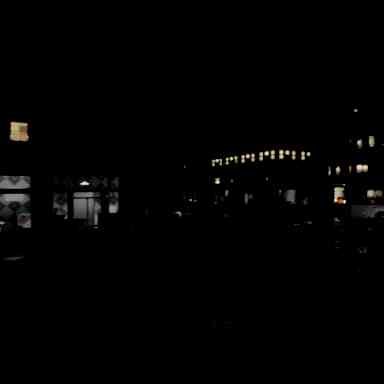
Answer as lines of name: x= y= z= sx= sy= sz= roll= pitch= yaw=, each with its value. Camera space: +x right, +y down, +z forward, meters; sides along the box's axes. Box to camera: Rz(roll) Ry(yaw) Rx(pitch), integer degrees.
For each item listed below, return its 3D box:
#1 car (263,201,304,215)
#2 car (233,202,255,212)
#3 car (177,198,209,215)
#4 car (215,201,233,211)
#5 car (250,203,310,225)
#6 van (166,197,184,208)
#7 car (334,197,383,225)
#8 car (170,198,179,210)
car: x=10.366 y=1.823 z=38.069 sx=2.008 sy=1.369 sz=4.403 roll=-1 pitch=0 yaw=-29
car: x=7.658 y=1.917 z=42.897 sx=1.802 sy=1.307 sz=4.206 roll=-1 pitch=0 yaw=-29
car: x=0.347 y=1.855 z=38.795 sx=1.967 sy=1.590 sz=4.097 roll=-1 pitch=0 yaw=-29
car: x=4.951 y=1.979 z=47.724 sx=1.802 sy=1.307 sz=4.206 roll=-1 pitch=0 yaw=-29
car: x=7.033 y=1.824 z=26.633 sx=1.947 sy=1.339 sz=4.313 roll=-1 pitch=0 yaw=-29
van: x=-3.179 y=1.920 z=62.207 sx=1.690 sy=1.788 sz=3.998 roll=-1 pitch=0 yaw=-29
car: x=14.086 y=1.384 z=26.298 sx=2.150 sy=2.045 sz=5.566 roll=-1 pitch=0 yaw=-30
car: x=-1.951 y=1.973 z=48.250 sx=1.882 sy=1.535 sz=5.008 roll=-1 pitch=0 yaw=-29
